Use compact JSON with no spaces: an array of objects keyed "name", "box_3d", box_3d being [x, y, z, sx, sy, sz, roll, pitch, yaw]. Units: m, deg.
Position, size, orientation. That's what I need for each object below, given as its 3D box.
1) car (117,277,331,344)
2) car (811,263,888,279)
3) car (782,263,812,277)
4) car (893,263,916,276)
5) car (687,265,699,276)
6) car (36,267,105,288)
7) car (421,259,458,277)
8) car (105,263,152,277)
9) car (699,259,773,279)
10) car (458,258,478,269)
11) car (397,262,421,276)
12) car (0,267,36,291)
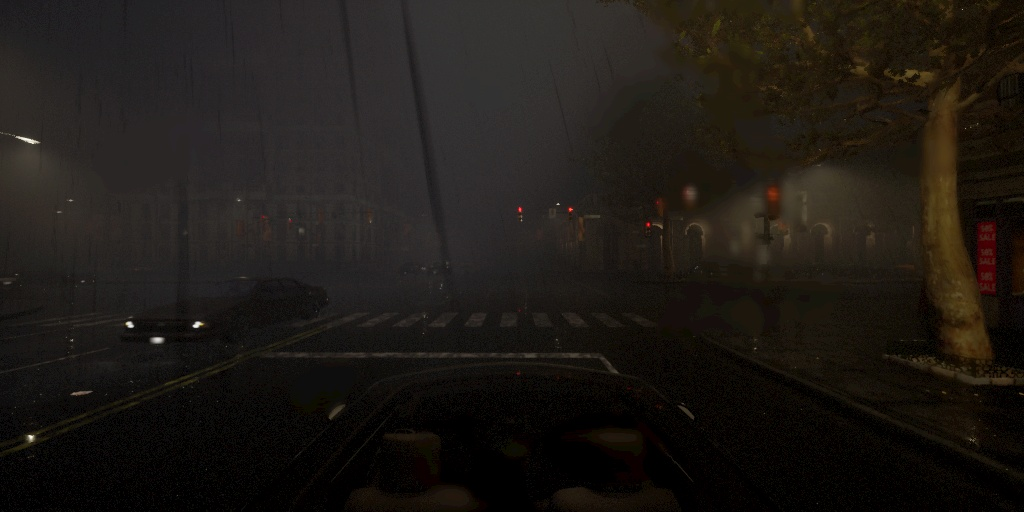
[{"name":"car","box_3d":[-7.080,1.297,9.822,2.033,1.411,5.357,0,0,0]},{"name":"car","box_3d":[29.383,1.351,31.142,4.718,1.301,1.895,0,0,1]},{"name":"car","box_3d":[29.396,1.351,34.642,4.718,1.301,1.895,0,0,1]},{"name":"car","box_3d":[39.859,1.228,34.536,5.008,1.535,1.882,0,0,1]},{"name":"car","box_3d":[19.456,1.102,34.733,4.553,1.767,2.097,0,0,0]},{"name":"car","box_3d":[-30.277,1.351,23.485,4.718,1.301,1.895,0,0,1]},{"name":"car","box_3d":[-6.996,1.241,35.025,2.128,1.511,4.902,0,0,0]},{"name":"car","box_3d":[-38.531,1.351,35.240,4.718,1.301,1.895,0,0,1]},{"name":"car","box_3d":[19.436,1.255,31.231,4.892,1.490,1.837,0,0,1]},{"name":"car","box_3d":[-6.914,1.351,56.852,1.895,1.301,4.718,0,0,0]},{"name":"car","box_3d":[-10.485,1.297,37.924,2.033,1.411,5.357,0,0,0]},{"name":"car","box_3d":[-30.499,1.242,19.988,4.902,1.511,2.128,0,0,1]}]
